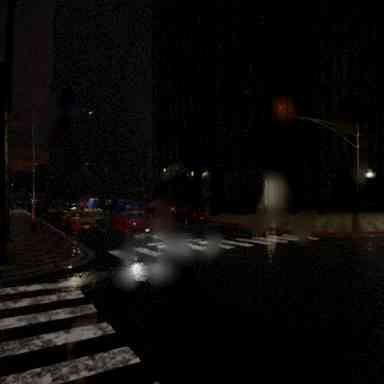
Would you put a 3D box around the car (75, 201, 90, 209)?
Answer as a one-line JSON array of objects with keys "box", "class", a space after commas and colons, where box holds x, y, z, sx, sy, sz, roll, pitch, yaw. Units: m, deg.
[{"box": [-20.407, 2.393, 61.649, 1.802, 1.307, 4.206, -1, 0, -30], "class": "car"}]

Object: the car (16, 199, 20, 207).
[{"box": [-37.835, 2.628, 74.816, 1.887, 1.381, 4.507, -1, 0, -30], "class": "car"}]

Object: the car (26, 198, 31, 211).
[{"box": [-22.373, 2.137, 47.983, 1.967, 1.590, 4.097, -1, 0, -30], "class": "car"}]

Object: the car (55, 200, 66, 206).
[{"box": [-33.395, 2.681, 84.186, 2.008, 1.369, 4.403, -1, 0, -30], "class": "car"}]

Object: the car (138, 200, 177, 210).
[{"box": [-2.879, 1.676, 31.245, 2.192, 1.841, 5.009, -1, 0, -30], "class": "car"}]

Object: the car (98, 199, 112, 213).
[{"box": [-10.484, 1.873, 44.476, 2.192, 1.841, 5.009, -1, 0, -30], "class": "car"}]

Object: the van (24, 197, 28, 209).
[{"box": [-24.815, 2.100, 52.217, 1.690, 1.788, 3.998, -1, 0, -30], "class": "van"}]

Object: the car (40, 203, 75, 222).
[{"box": [-12.612, 1.995, 31.051, 2.008, 1.369, 4.403, -1, 0, -30], "class": "car"}]

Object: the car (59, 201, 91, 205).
[{"box": [-13.448, 2.066, 37.864, 2.033, 1.411, 5.357, 0, -1, -30], "class": "car"}]

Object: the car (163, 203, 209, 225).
[{"box": [-0.339, 1.839, 26.833, 1.887, 1.381, 4.507, -1, 0, -30], "class": "car"}]

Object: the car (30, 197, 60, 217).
[{"box": [-17.497, 1.886, 39.518, 2.192, 1.841, 5.009, -1, 0, -30], "class": "car"}]

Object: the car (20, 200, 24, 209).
[{"box": [-29.781, 2.325, 60.838, 1.967, 1.590, 4.097, -1, 0, -30], "class": "car"}]

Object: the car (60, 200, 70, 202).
[{"box": [-28.199, 2.572, 75.171, 1.947, 1.339, 4.313, -1, 0, -30], "class": "car"}]

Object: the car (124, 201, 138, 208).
[{"box": [-5.409, 2.009, 35.654, 1.802, 1.307, 4.206, -1, 0, -30], "class": "car"}]

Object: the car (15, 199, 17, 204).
[{"box": [-40.519, 2.729, 79.474, 1.802, 1.307, 4.206, -1, 0, -30], "class": "car"}]

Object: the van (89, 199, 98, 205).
[{"box": [-15.554, 2.030, 53.297, 1.690, 1.788, 3.998, -1, 0, -30], "class": "van"}]

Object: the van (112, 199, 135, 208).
[{"box": [-7.949, 1.834, 40.065, 1.690, 1.788, 3.998, -1, 0, -30], "class": "van"}]

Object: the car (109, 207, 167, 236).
[{"box": [-3.525, 1.861, 20.637, 1.895, 1.301, 4.718, 0, -1, -28], "class": "car"}]

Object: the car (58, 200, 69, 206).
[{"box": [-30.798, 2.635, 79.679, 1.947, 1.339, 4.313, -1, 0, -30], "class": "car"}]

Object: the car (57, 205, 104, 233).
[{"box": [-7.649, 1.840, 22.437, 1.752, 1.417, 4.829, -1, 0, -30], "class": "car"}]
